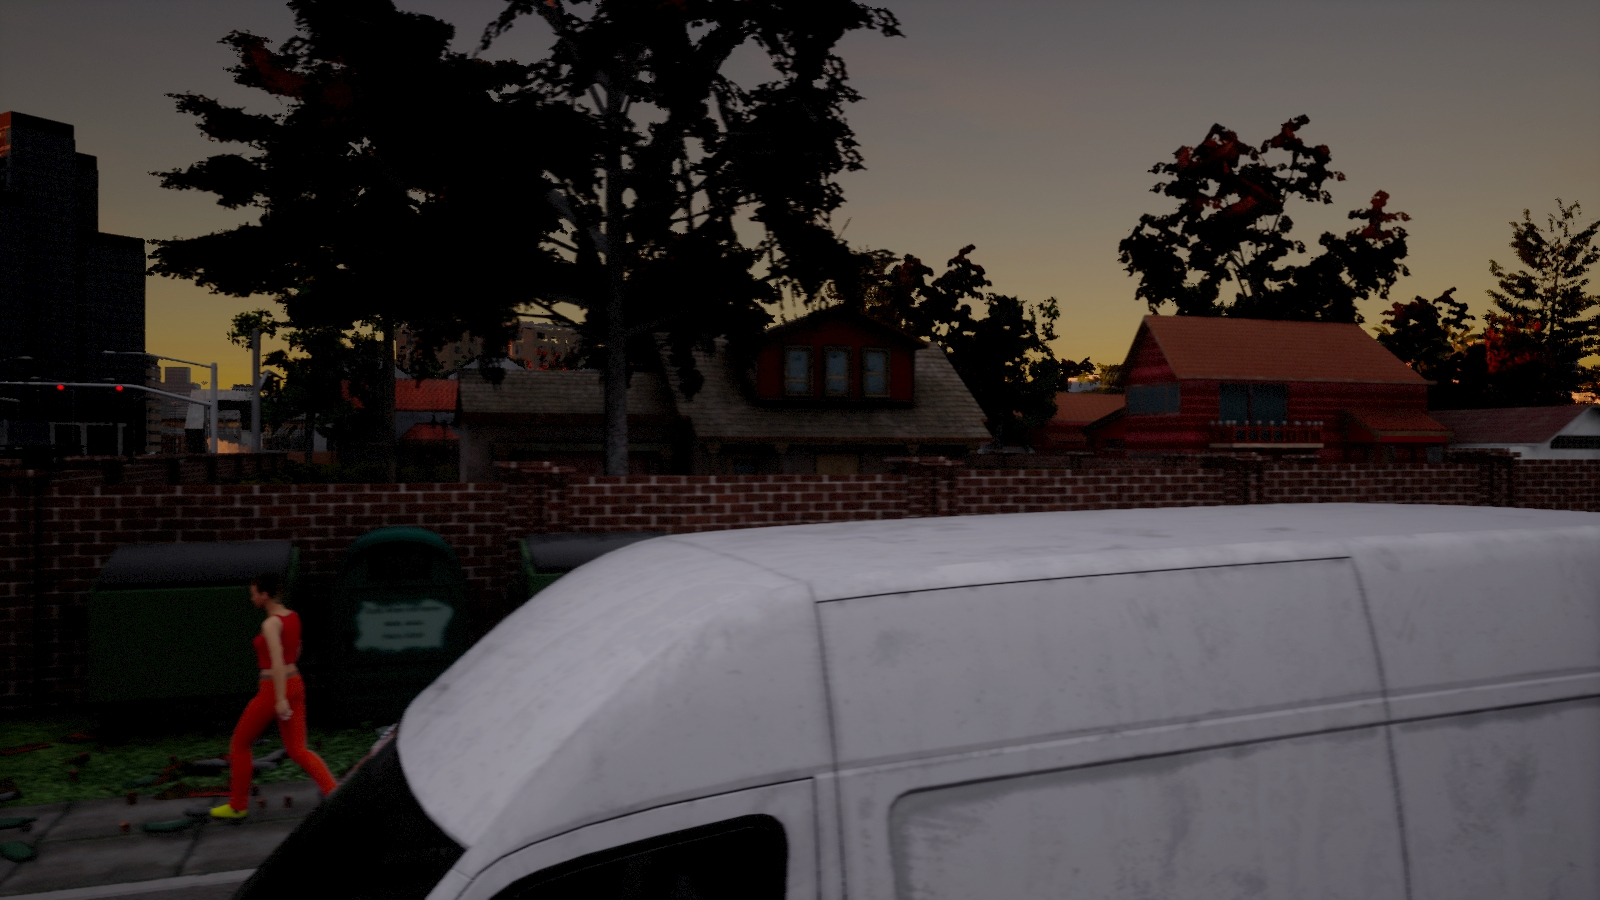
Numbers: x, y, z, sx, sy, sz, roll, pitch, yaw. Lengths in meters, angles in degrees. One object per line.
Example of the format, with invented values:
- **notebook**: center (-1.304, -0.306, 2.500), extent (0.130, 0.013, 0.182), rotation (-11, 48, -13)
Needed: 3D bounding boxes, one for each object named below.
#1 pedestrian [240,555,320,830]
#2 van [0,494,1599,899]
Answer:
- **pedestrian**: center (-3.684, 1.696, 8.106), extent (0.375, 1.860, 0.375), rotation (0, 0, 5)
- **van**: center (0.311, 1.530, 3.407), extent (5.915, 2.561, 1.988), rotation (-1, 0, -20)
